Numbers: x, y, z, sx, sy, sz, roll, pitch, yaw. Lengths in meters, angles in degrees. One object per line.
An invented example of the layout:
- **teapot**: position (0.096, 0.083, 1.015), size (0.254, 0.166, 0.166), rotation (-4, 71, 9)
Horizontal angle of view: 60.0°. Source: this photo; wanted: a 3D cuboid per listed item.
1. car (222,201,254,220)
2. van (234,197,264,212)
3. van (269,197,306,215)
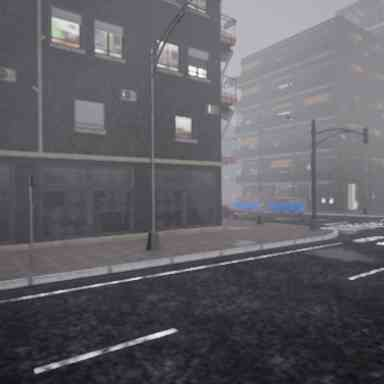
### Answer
- **car**: position (3.107, 1.746, 29.593), size (1.802, 1.307, 4.206), rotation (-2, 0, -36)
- **van**: position (6.531, 1.494, 39.025), size (1.690, 1.788, 3.998), rotation (-2, 0, -36)
- **van**: position (9.845, 1.420, 34.509), size (1.690, 1.788, 3.998), rotation (-2, 0, -36)
